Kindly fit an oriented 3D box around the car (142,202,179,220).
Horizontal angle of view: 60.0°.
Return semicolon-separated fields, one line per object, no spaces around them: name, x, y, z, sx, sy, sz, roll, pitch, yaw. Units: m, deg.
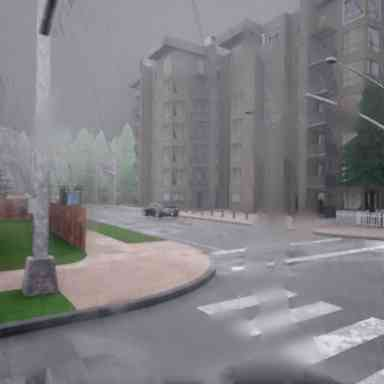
car;-2.971;1.689;30.590;2.128;1.511;4.902;1;-1;-32
